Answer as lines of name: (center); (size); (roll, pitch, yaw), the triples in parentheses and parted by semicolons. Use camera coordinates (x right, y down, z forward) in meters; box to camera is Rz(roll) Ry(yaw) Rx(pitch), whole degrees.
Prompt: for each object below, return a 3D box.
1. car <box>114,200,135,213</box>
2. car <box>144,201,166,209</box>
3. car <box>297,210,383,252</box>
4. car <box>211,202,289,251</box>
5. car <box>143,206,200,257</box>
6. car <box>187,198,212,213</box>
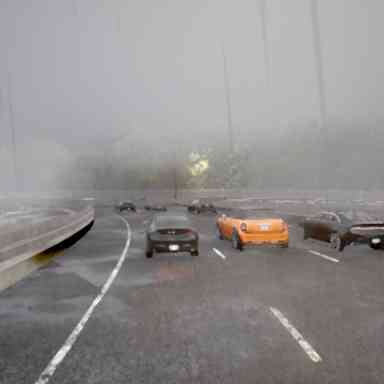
car: (-8.222, 1.697, 40.583); (1.837, 1.490, 4.892); (0, 0, -23)
car: (-4.539, 1.728, 40.742); (1.994, 1.385, 4.181); (0, 0, -22)
car: (6.078, 1.488, 13.936); (2.128, 1.511, 4.902); (0, 0, -7)
car: (2.442, 1.379, 14.587); (2.097, 1.767, 4.553); (-1, 0, -7)
car: (-0.883, 1.556, 13.269); (1.837, 1.490, 4.892); (0, 0, -7)
car: (0.908, 1.459, 36.099); (2.097, 1.767, 4.553); (-1, 0, -18)
